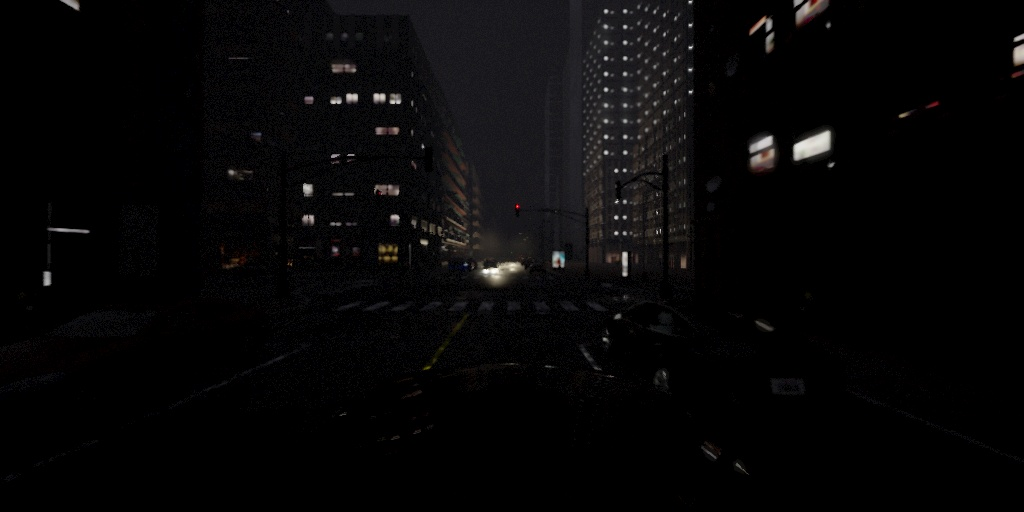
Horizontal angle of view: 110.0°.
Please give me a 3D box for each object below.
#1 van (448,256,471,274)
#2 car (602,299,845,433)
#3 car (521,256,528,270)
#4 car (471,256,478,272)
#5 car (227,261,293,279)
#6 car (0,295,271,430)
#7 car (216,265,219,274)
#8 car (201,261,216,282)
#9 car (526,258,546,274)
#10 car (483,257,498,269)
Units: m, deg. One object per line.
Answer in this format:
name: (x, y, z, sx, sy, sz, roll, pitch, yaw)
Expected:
van: (-5.688, 0.964, 37.991, 1.690, 1.789, 3.998, 0, 0, 0)
car: (2.693, 1.301, 5.585, 1.948, 1.339, 4.313, 0, 0, 0)
car: (2.693, 1.028, 49.045, 1.967, 1.591, 4.097, 0, 0, 0)
car: (-5.688, 0.920, 43.518, 2.192, 1.841, 5.009, 0, 0, 0)
car: (-18.793, 1.008, 26.817, 4.313, 1.339, 1.948, 0, 0, 0)
car: (-5.689, 1.317, 5.597, 1.802, 1.307, 4.207, 0, 0, 0)
car: (-24.363, 0.944, 26.777, 4.207, 1.307, 1.802, 0, 0, 0)
car: (-18.771, 0.720, 18.436, 5.009, 1.841, 2.192, 0, 0, 0)
car: (2.693, 1.206, 37.989, 1.802, 1.307, 4.207, 0, 0, 0)
car: (-2.998, 1.083, 50.450, 2.128, 1.511, 4.902, 0, 0, 0)
